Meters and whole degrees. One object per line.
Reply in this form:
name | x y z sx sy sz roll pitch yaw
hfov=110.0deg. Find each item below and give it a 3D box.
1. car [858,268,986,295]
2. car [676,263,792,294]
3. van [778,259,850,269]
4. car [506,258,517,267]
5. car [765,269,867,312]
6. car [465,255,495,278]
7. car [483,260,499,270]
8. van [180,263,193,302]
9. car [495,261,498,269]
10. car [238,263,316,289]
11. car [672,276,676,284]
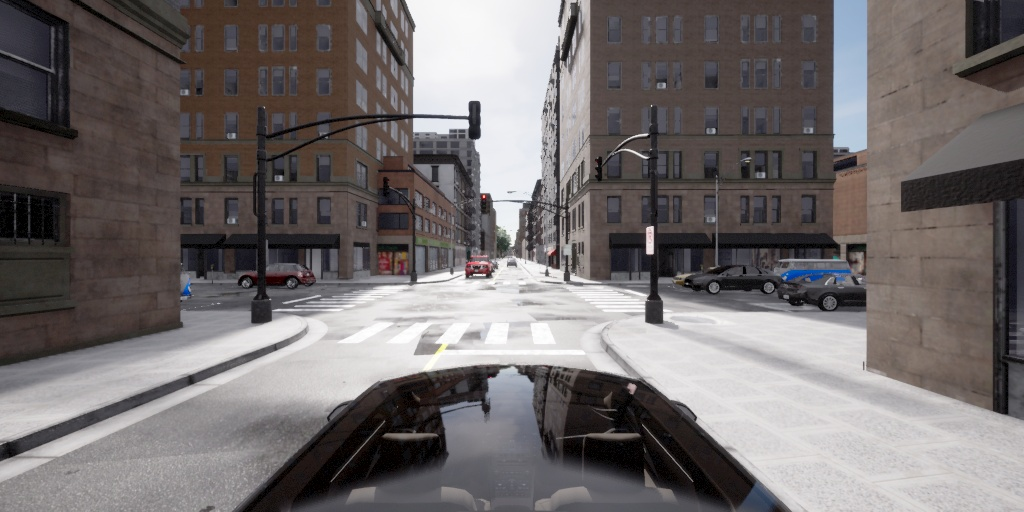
car | 21.955 1.346 19.352 4.718 1.301 1.895 0 0 1
car | 11.921 1.248 19.465 4.892 1.490 1.837 0 0 -1
van | 18.253 1.081 21.959 3.998 1.789 1.690 0 0 1
car | -0.026 1.260 63.766 2.033 1.411 5.357 0 0 0
car | 12.516 1.305 13.490 4.403 1.370 2.007 0 0 1
car | -3.111 0.962 34.225 2.150 2.045 5.566 0 0 0
car | -3.106 1.288 54.056 1.994 1.385 4.181 0 0 1
van | -14.678 1.089 13.761 3.998 1.789 1.690 0 0 1
car | -3.117 1.259 44.062 1.812 1.442 4.674 0 0 0
car | -14.611 1.172 22.287 4.097 1.591 1.967 0 0 1
car | 12.413 1.264 22.017 4.829 1.417 1.751 0 0 1
